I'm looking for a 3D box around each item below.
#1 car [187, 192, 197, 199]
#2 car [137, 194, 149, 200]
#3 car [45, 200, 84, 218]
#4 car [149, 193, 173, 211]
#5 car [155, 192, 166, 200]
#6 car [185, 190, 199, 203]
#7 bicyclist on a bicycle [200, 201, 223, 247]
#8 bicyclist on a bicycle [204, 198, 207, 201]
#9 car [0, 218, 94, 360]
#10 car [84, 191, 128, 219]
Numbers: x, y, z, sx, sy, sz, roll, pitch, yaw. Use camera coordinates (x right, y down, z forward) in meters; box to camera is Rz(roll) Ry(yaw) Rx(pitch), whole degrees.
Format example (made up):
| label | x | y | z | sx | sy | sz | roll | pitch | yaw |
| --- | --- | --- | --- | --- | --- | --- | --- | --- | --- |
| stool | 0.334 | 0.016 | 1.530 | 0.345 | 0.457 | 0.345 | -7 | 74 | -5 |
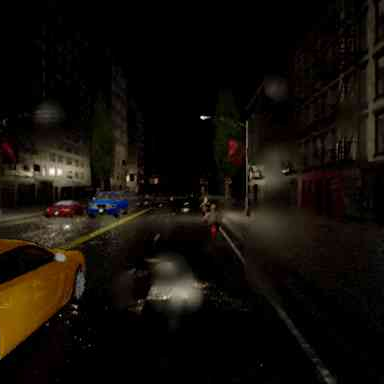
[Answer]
| label | x | y | z | sx | sy | sz | roll | pitch | yaw |
| --- | --- | --- | --- | --- | --- | --- | --- | --- | --- |
| car | -0.009 | 0.815 | 78.210 | 2.128 | 1.511 | 4.902 | 0 | 1 | 0 |
| car | -9.758 | 0.992 | 67.007 | 1.895 | 1.301 | 4.718 | 0 | 1 | 0 |
| car | -9.849 | 1.332 | 26.158 | 1.994 | 1.385 | 4.181 | 0 | 1 | 0 |
| car | -3.154 | 1.159 | 35.801 | 1.882 | 1.535 | 5.008 | 0 | 1 | 0 |
| car | -6.509 | 0.857 | 68.624 | 1.882 | 1.535 | 5.008 | 0 | 1 | 0 |
| car | 0.050 | 0.722 | 55.955 | 2.150 | 2.045 | 5.566 | 0 | 1 | 0 |
| bicyclist on a bicycle | 0.857 | 1.319 | 13.411 | 0.866 | 1.612 | 1.509 | 0 | 0 | 0 |
| bicyclist on a bicycle | 0.928 | 1.238 | 22.517 | 0.866 | 1.612 | 1.509 | 0 | 1 | 0 |
| car | -3.152 | 1.433 | 4.958 | 1.882 | 1.535 | 5.008 | 0 | 1 | 0 |
| car | -6.600 | 0.984 | 26.892 | 2.150 | 2.045 | 5.566 | 0 | 0 | 0 |
